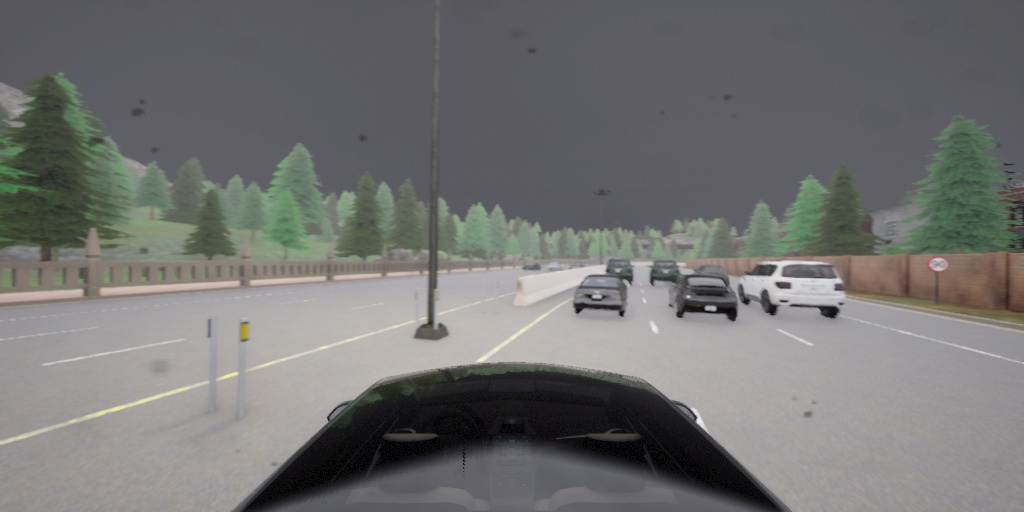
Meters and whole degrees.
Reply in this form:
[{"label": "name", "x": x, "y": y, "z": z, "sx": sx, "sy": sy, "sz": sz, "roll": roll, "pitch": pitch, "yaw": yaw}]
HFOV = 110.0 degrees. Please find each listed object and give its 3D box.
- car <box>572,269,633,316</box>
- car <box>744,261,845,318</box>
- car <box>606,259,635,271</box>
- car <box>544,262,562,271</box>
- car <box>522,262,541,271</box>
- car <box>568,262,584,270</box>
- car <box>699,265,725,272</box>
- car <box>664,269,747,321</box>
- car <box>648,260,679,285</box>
[{"label": "car", "x": 3.644, "y": 1.433, "z": 14.370, "sx": 2.033, "sy": 1.411, "sz": 5.357, "roll": 1, "pitch": 0, "yaw": 19}, {"label": "car", "x": 11.192, "y": 1.234, "z": 14.807, "sx": 2.150, "sy": 2.045, "sz": 5.566, "roll": 1, "pitch": 0, "yaw": 19}, {"label": "car", "x": 9.267, "y": 1.300, "z": 30.871, "sx": 2.150, "sy": 2.045, "sz": 5.566, "roll": 1, "pitch": 0, "yaw": 19}, {"label": "car", "x": 6.499, "y": 1.704, "z": 55.585, "sx": 1.812, "sy": 1.442, "sz": 4.674, "roll": 1, "pitch": 0, "yaw": 19}, {"label": "car", "x": 3.186, "y": 1.678, "z": 56.709, "sx": 2.033, "sy": 1.411, "sz": 5.357, "roll": 1, "pitch": 0, "yaw": 19}, {"label": "car", "x": 9.823, "y": 1.717, "z": 54.489, "sx": 2.128, "sy": 1.511, "sz": 4.902, "roll": 1, "pitch": 0, "yaw": 19}, {"label": "car", "x": 16.156, "y": 1.531, "z": 29.376, "sx": 2.097, "sy": 1.767, "sz": 4.553, "roll": 1, "pitch": 0, "yaw": 19}, {"label": "car", "x": 7.131, "y": 1.445, "z": 13.748, "sx": 1.837, "sy": 1.490, "sz": 4.892, "roll": 1, "pitch": 0, "yaw": 19}, {"label": "car", "x": 12.605, "y": 1.348, "z": 29.811, "sx": 2.150, "sy": 2.045, "sz": 5.566, "roll": 1, "pitch": 0, "yaw": 19}]
